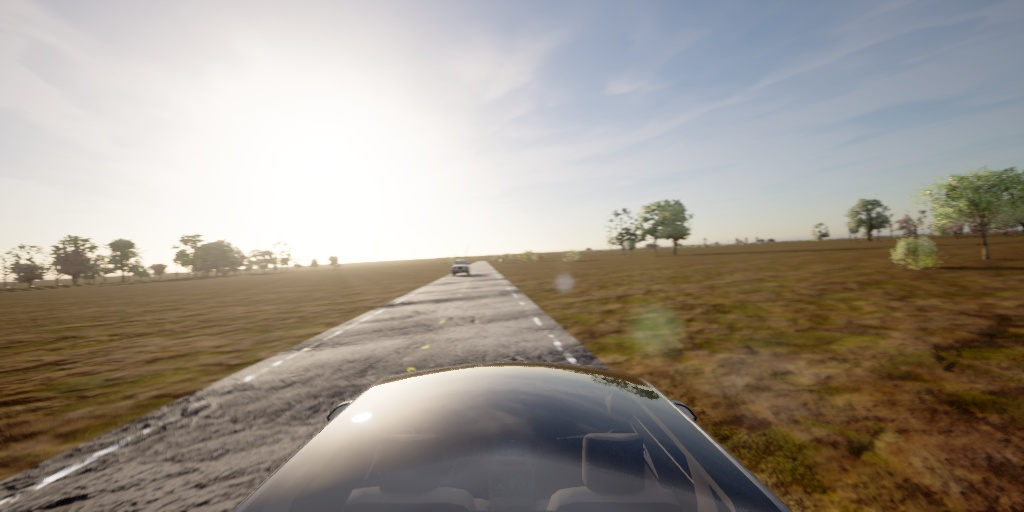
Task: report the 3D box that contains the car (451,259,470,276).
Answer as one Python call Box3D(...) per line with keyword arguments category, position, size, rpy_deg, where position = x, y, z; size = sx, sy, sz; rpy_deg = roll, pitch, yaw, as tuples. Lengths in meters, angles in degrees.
Box3D(category="car", position=(-6.648, 1.511, 47.019), size=(2.150, 2.045, 5.566), rpy_deg=(-3, 0, -5))
